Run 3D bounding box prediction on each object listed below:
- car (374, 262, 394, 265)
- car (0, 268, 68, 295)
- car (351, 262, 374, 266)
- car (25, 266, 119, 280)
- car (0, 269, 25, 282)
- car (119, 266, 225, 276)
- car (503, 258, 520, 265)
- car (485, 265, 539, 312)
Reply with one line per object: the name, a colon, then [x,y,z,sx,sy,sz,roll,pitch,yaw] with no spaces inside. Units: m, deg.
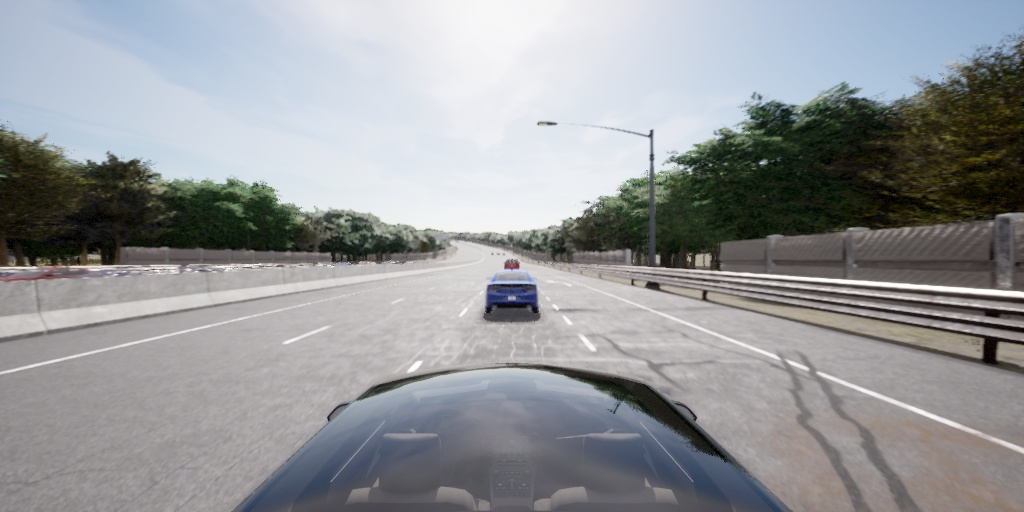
car: [-21.032,1.817,60.239,1.812,1.442,4.674,0,0,0]
car: [-28.095,1.386,19.184,2.033,1.411,5.357,0,-1,0]
car: [-24.530,1.776,60.122,1.882,1.535,5.008,0,0,0]
car: [-21.098,1.384,19.041,2.033,1.411,5.357,0,-1,0]
car: [-24.594,1.314,19.028,1.882,1.535,5.008,0,-1,0]
car: [-17.594,1.333,19.586,2.128,1.511,4.902,0,-1,0]
car: [-0.015,1.417,50.225,2.150,2.045,5.566,0,-1,0]
car: [-0.003,1.279,14.468,1.882,1.535,5.008,0,0,0]
